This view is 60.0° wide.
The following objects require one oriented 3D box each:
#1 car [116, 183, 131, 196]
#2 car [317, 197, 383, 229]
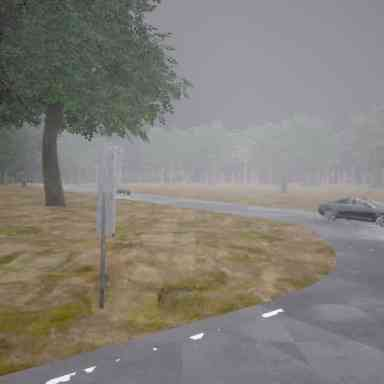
[{"bbox_3d":[-9.592,-0.345,42.921,1.837,1.490,4.892,2,2,-38],"label":"car"},{"bbox_3d":[9.466,1.059,18.486,2.128,1.511,4.902,2,1,-38],"label":"car"}]
